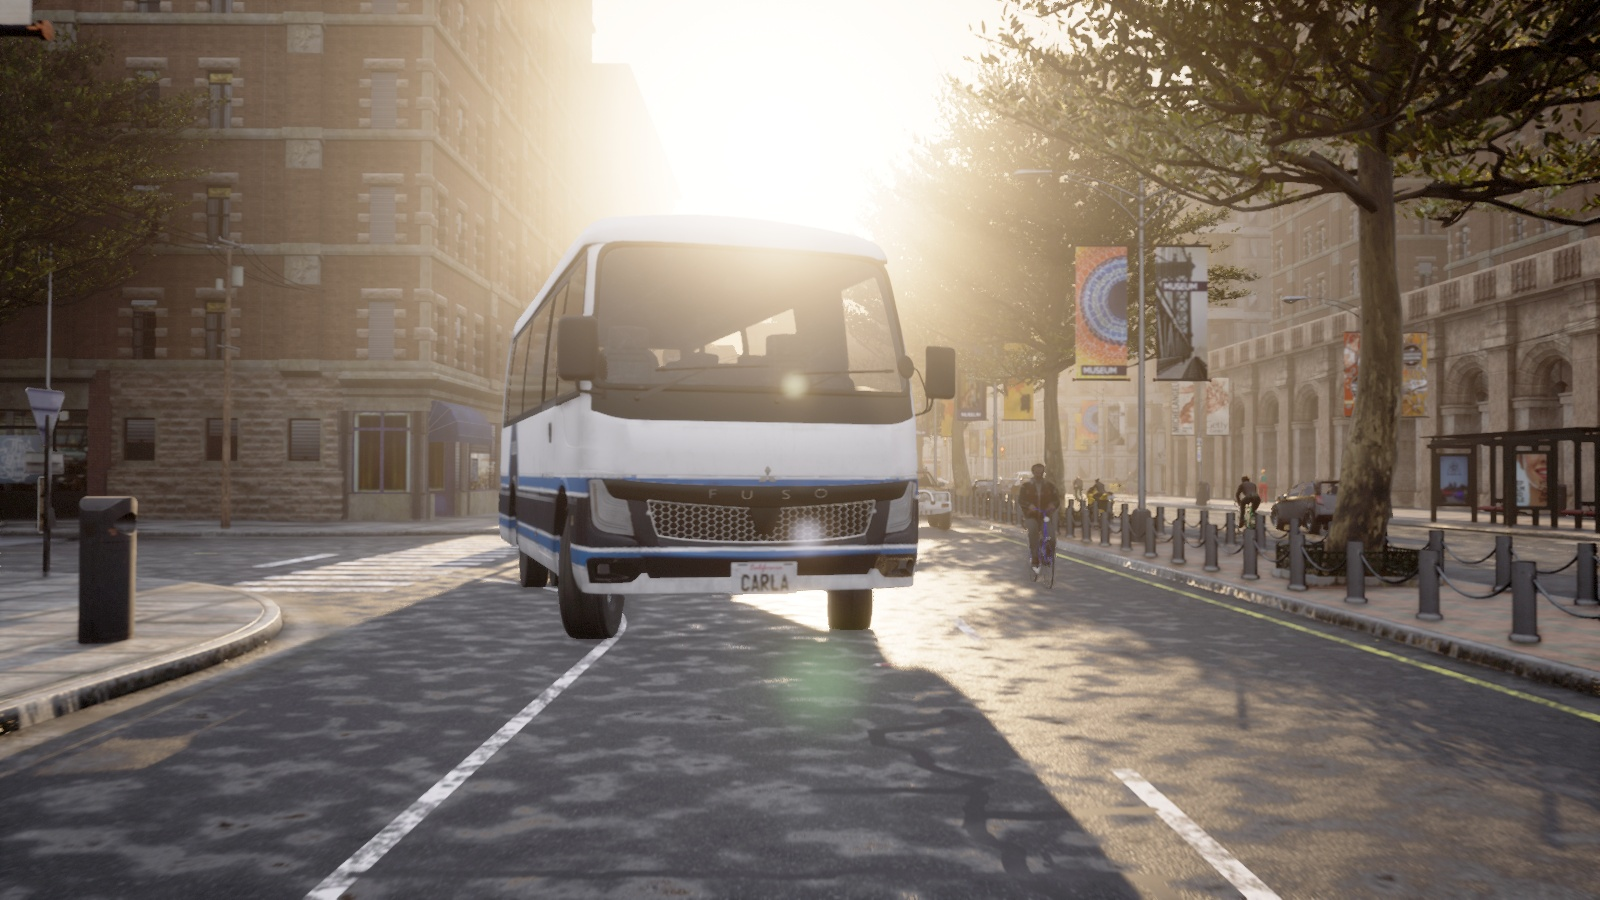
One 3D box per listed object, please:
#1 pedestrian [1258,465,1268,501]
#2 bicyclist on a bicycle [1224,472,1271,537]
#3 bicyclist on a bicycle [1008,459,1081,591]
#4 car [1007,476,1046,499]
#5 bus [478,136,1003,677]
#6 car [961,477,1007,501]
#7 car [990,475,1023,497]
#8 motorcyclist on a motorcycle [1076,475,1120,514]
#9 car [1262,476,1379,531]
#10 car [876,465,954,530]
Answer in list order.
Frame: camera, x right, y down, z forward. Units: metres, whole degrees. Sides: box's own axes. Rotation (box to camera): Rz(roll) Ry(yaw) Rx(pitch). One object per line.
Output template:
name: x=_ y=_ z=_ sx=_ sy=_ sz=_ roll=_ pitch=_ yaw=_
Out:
pedestrian: x=23.969 y=1.695 z=64.988 sx=0.345 sy=1.836 sz=0.594 roll=0 pitch=-1 yaw=8
bicyclist on a bicycle: x=11.419 y=1.377 z=32.106 sx=0.582 sy=1.620 sz=1.656 roll=0 pitch=-1 yaw=0
bicyclist on a bicycle: x=3.454 y=1.039 z=17.905 sx=0.659 sy=1.776 sz=1.843 roll=0 pitch=-1 yaw=0
car: x=14.795 y=2.437 z=82.231 sx=1.845 sy=1.501 sz=3.633 roll=0 pitch=-1 yaw=0
bus: x=-1.630 y=-0.239 z=15.357 sx=3.944 sy=4.253 sz=10.273 roll=0 pitch=-1 yaw=-17
car: x=11.307 y=2.391 z=77.588 sx=2.033 sy=1.411 sz=5.357 roll=0 pitch=-1 yaw=0
car: x=14.760 y=2.558 z=89.917 sx=1.789 sy=1.549 sz=3.705 roll=0 pitch=-1 yaw=0
motorcyclist on a motorcycle: x=11.825 y=1.763 z=49.867 sx=0.797 sy=1.523 sz=2.044 roll=1 pitch=-2 yaw=-16
car: x=14.909 y=1.506 z=36.201 sx=1.845 sy=1.501 sz=3.633 roll=0 pitch=-1 yaw=0
car: x=3.404 y=1.391 z=37.977 sx=1.932 sy=1.855 sz=4.605 roll=0 pitch=-1 yaw=0
